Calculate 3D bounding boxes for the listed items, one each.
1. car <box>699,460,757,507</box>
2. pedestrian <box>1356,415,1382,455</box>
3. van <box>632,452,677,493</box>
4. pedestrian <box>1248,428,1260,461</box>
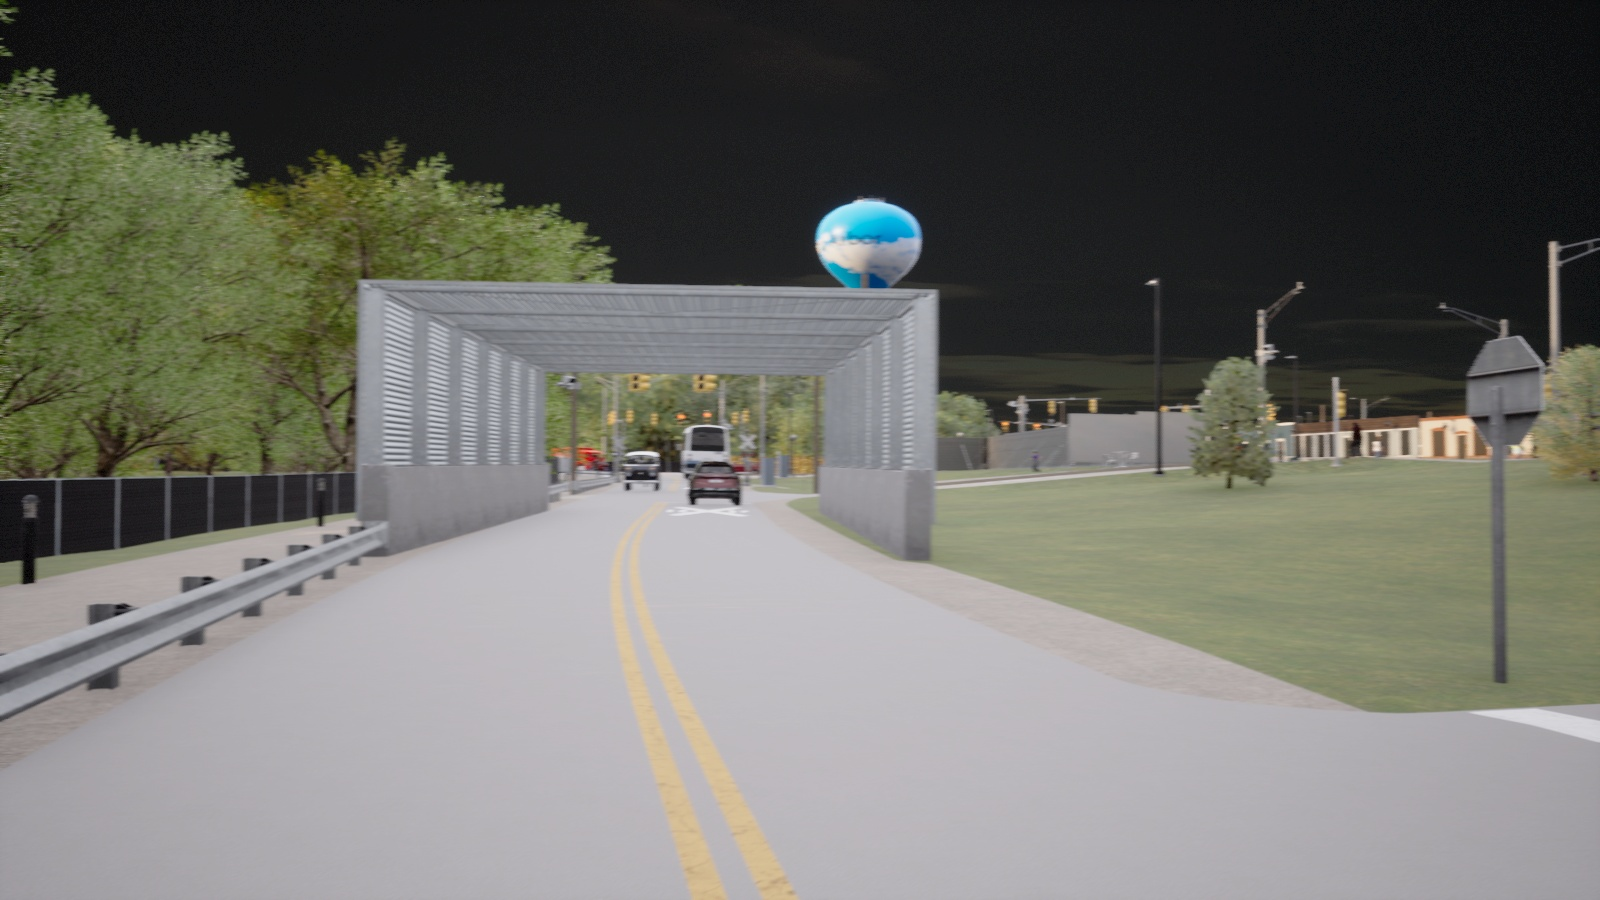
[{"bbox_3d":[-2.729,1.210,46.710,2.033,1.649,4.856,0,-1,-5],"label":"car"},{"bbox_3d":[26.789,-0.711,59.159,0.634,1.844,0.899,1,-2,-19],"label":"pedestrian"},{"bbox_3d":[-7.540,1.155,65.381,2.069,2.038,4.480,0,0,-4],"label":"van"},{"bbox_3d":[25.317,-0.310,70.039,0.353,1.847,0.614,0,-2,-4],"label":"pedestrian"}]
